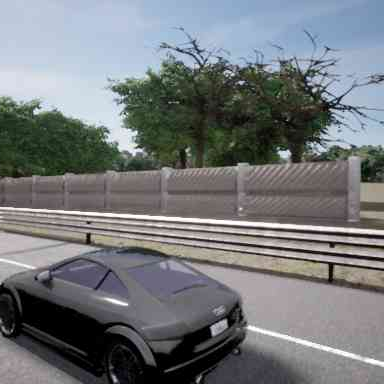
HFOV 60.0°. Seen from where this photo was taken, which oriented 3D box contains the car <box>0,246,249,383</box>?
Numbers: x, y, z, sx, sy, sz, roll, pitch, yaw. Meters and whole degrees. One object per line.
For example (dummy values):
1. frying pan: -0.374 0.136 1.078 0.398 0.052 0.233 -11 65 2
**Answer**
1. car: -1.263 1.561 5.128 4.181 1.385 1.994 0 0 37
